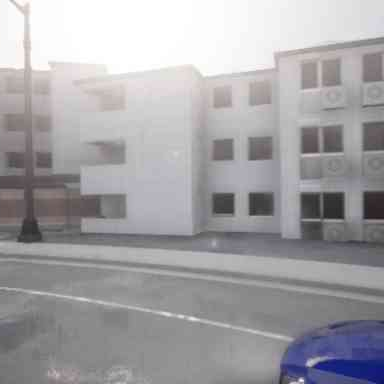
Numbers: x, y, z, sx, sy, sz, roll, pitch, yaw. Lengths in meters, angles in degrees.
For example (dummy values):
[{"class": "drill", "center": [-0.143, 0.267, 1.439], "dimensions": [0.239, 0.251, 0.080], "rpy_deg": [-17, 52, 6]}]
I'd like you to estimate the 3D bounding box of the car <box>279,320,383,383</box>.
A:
[{"class": "car", "center": [2.822, 1.478, 1.885], "dimensions": [4.674, 1.442, 1.812], "rpy_deg": [-1, 0, 37]}]
